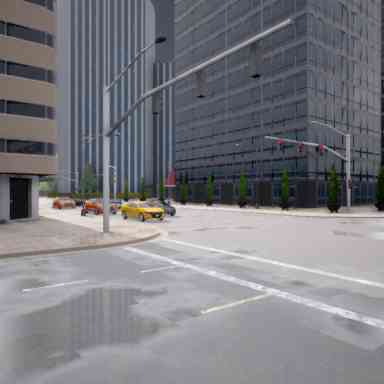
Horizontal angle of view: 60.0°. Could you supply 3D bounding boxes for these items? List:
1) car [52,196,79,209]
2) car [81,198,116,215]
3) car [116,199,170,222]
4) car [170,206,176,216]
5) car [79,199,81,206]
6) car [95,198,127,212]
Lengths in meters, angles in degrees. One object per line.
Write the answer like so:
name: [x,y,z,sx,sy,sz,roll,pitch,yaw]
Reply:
car: [-17.525,1.409,45.519,2.097,1.767,4.553,0,0,-36]
car: [-9.543,1.407,34.751,2.097,1.767,4.553,0,0,-37]
car: [-4.144,1.533,27.469,1.882,1.535,5.008,0,0,-37]
car: [-3.403,1.560,32.344,1.837,1.490,4.892,0,0,-37]
car: [-17.551,1.656,51.455,1.895,1.301,4.718,0,0,-36]
car: [-10.092,1.548,41.359,2.128,1.511,4.902,0,0,-37]
